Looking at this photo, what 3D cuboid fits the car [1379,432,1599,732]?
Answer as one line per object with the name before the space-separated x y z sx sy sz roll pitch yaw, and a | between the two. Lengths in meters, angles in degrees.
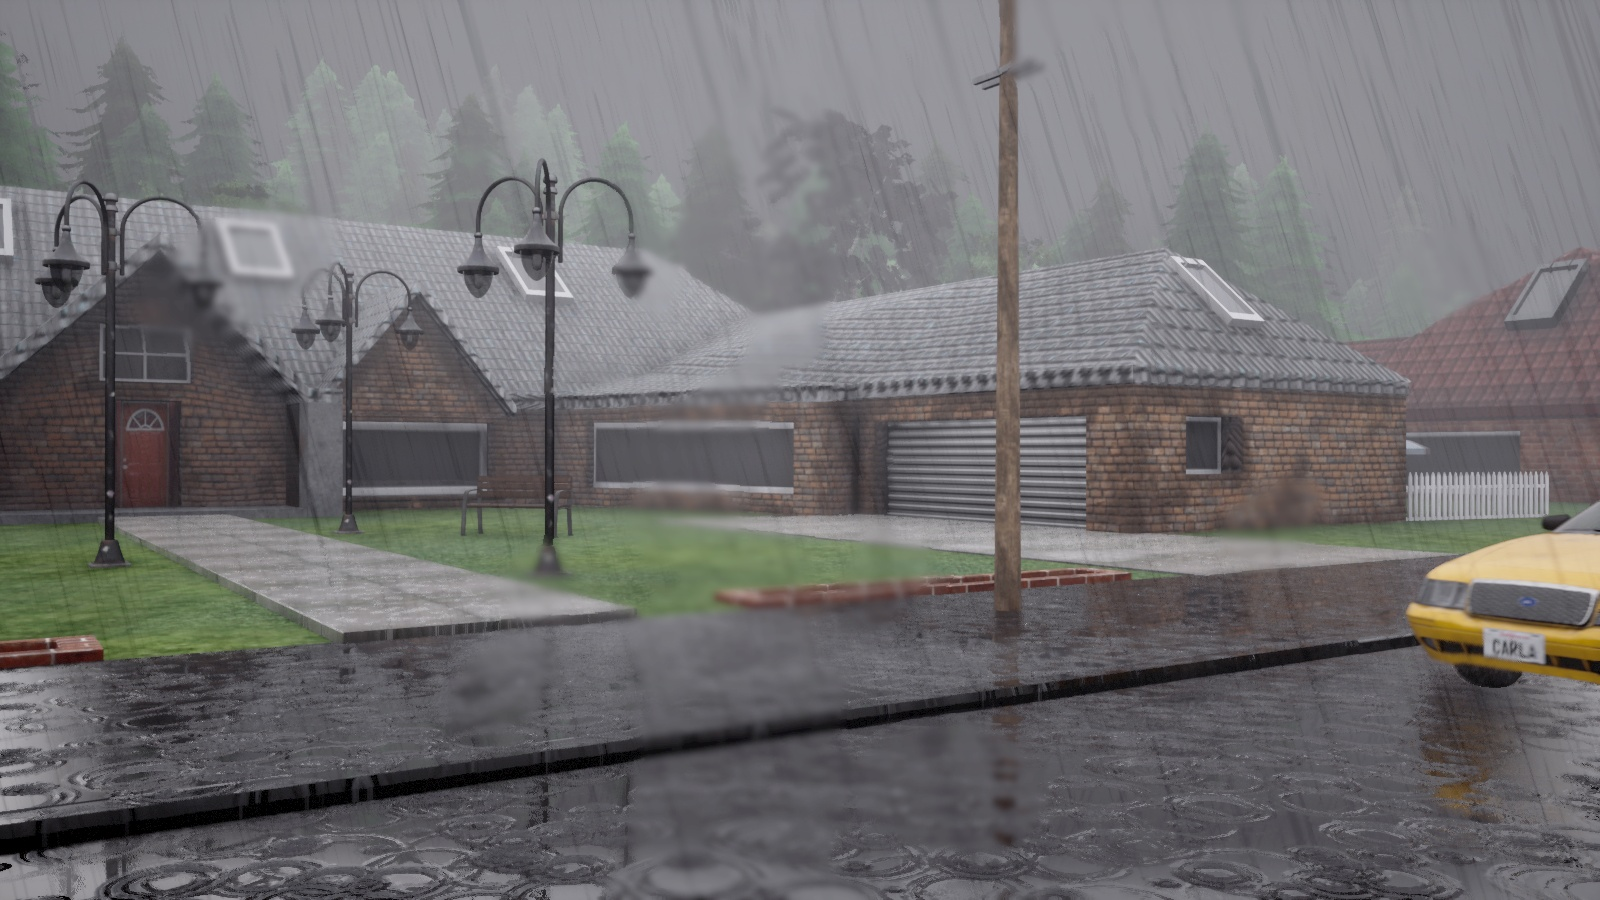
car | 6.325 0.689 8.272 5.366 1.575 1.801 0 0 -30
